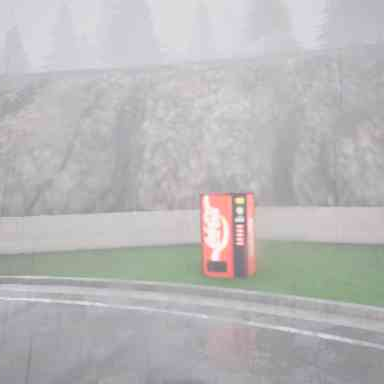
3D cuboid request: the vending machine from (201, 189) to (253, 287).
[{"bbox_3d":[0.860,1.005,7.877,0.880,2.100,1.100,-1,1,23],"label":"vending machine"}]
